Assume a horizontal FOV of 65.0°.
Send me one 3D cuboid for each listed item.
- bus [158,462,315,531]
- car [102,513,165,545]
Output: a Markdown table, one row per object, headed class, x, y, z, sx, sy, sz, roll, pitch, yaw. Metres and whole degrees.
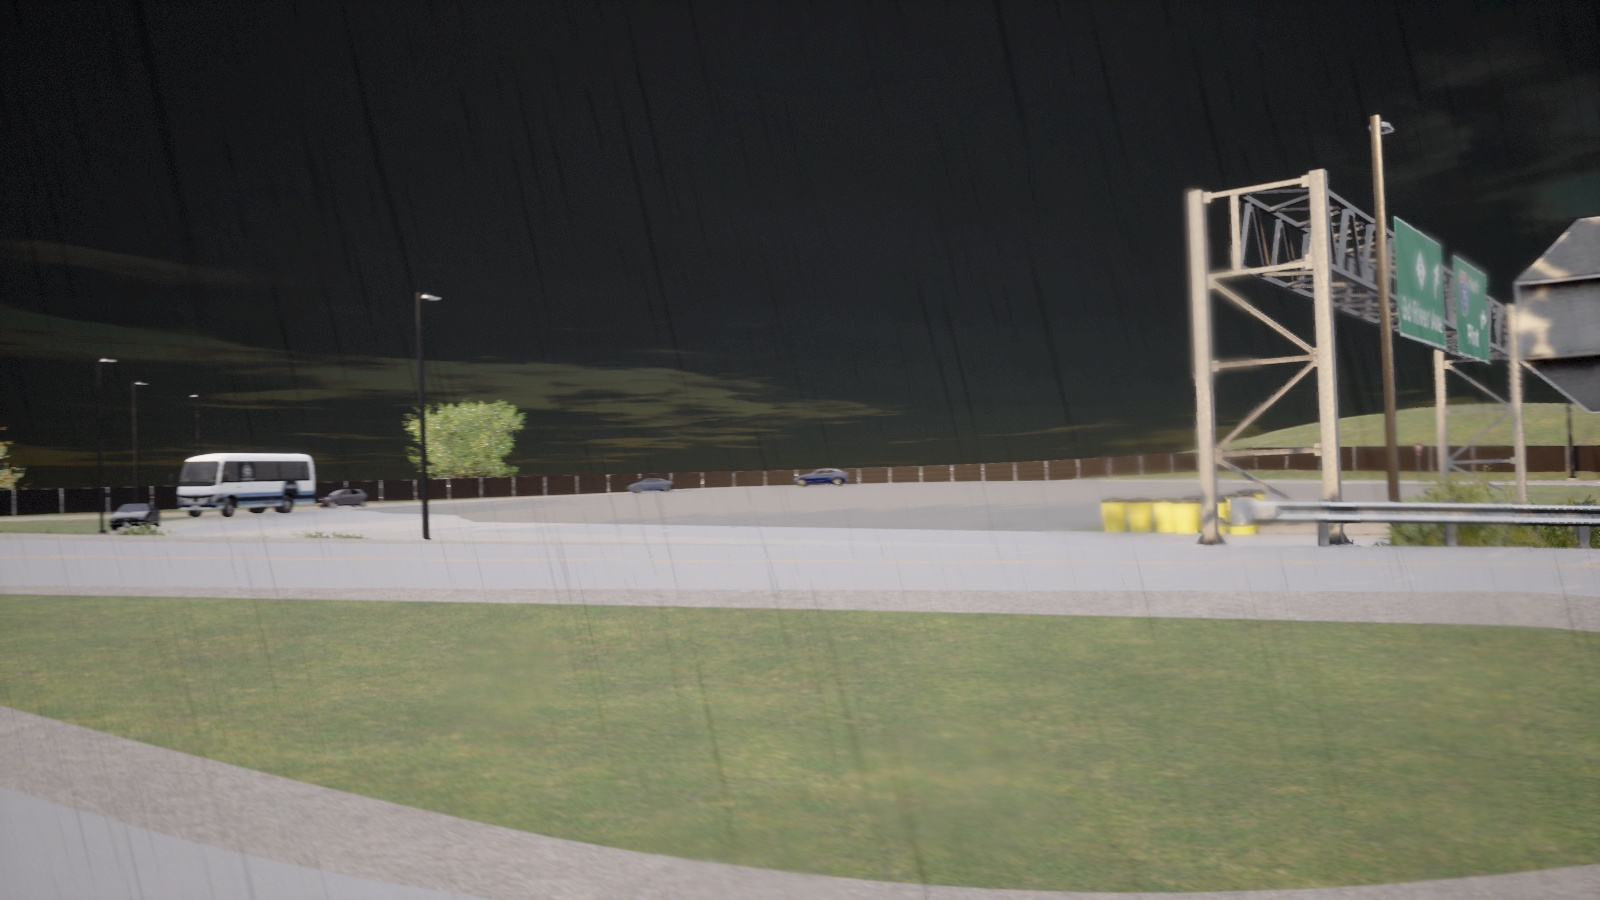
| class | x | y | z | sx | sy | sz | roll | pitch | yaw |
| --- | --- | --- | --- | --- | --- | --- | --- | --- | --- |
| bus | -38.371 | 3.062 | 86.154 | 3.944 | 4.253 | 10.273 | -2 | -1 | 17 |
| car | -36.482 | 4.299 | 68.899 | 2.033 | 1.411 | 5.357 | -3 | 0 | -17 |
